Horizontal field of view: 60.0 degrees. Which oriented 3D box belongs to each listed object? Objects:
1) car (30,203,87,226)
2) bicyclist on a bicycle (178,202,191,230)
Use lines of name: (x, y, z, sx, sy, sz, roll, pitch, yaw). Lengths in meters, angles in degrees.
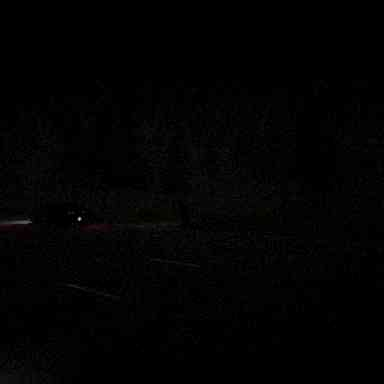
car: (-9.356, 1.505, 23.177, 4.892, 1.490, 1.837, 0, 0, 35)
bicyclist on a bicycle: (-0.452, 1.425, 19.838, 0.582, 1.620, 1.656, -10, 5, -21)
